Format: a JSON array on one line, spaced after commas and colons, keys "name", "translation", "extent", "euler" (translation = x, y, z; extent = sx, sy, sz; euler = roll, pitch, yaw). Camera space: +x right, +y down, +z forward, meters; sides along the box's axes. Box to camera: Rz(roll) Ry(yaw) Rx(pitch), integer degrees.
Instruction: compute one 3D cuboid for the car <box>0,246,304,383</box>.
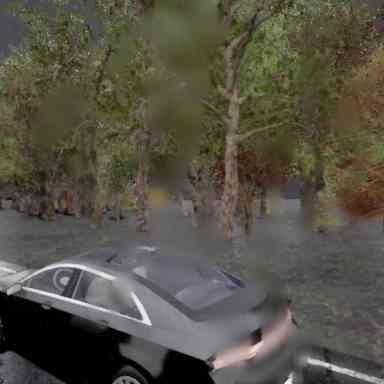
[{"name": "car", "translation": [-1.081, 1.508, 4.435], "extent": [4.902, 1.511, 2.128], "euler": [0, 1, 38]}]
